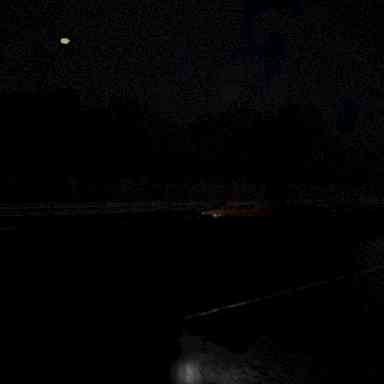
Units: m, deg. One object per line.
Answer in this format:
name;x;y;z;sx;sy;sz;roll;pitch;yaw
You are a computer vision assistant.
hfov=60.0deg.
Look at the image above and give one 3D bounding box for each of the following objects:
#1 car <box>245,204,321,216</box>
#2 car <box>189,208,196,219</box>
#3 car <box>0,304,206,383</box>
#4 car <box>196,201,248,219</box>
car;6.193;1.563;21.125;5.357;1.411;2.033;0;0;-35
car;2.069;1.492;26.776;5.008;1.535;1.882;0;0;-35
car;-1.889;1.563;2.382;4.181;1.385;1.994;0;0;-35
car;3.002;1.492;23.168;5.008;1.535;1.882;0;0;-35
